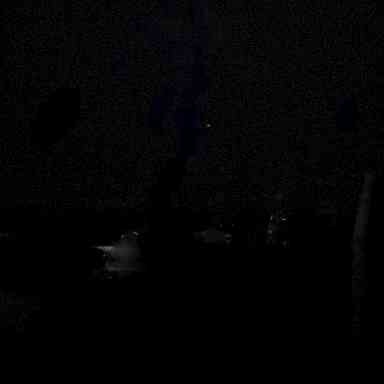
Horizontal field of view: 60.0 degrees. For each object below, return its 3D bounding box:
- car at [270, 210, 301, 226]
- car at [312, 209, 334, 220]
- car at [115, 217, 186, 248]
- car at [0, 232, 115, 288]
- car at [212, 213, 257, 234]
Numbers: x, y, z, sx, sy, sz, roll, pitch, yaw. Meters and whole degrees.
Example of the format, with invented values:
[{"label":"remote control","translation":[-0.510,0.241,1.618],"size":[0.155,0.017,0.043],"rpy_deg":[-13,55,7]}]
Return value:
[{"label":"car","translation":[9.671,2.601,34.085],"size":[1.837,1.490,4.892],"rpy_deg":[1,-2,36]},{"label":"car","translation":[17.958,3.055,45.380],"size":[1.882,1.535,5.008],"rpy_deg":[1,-2,36]},{"label":"car","translation":[-2.178,2.056,17.761],"size":[1.994,1.385,4.181],"rpy_deg":[1,-1,36]},{"label":"car","translation":[-4.965,1.833,9.067],"size":[2.033,1.411,5.357],"rpy_deg":[1,-1,36]},{"label":"car","translation":[3.265,2.321,25.258],"size":[1.994,1.385,4.181],"rpy_deg":[1,-1,37]}]
